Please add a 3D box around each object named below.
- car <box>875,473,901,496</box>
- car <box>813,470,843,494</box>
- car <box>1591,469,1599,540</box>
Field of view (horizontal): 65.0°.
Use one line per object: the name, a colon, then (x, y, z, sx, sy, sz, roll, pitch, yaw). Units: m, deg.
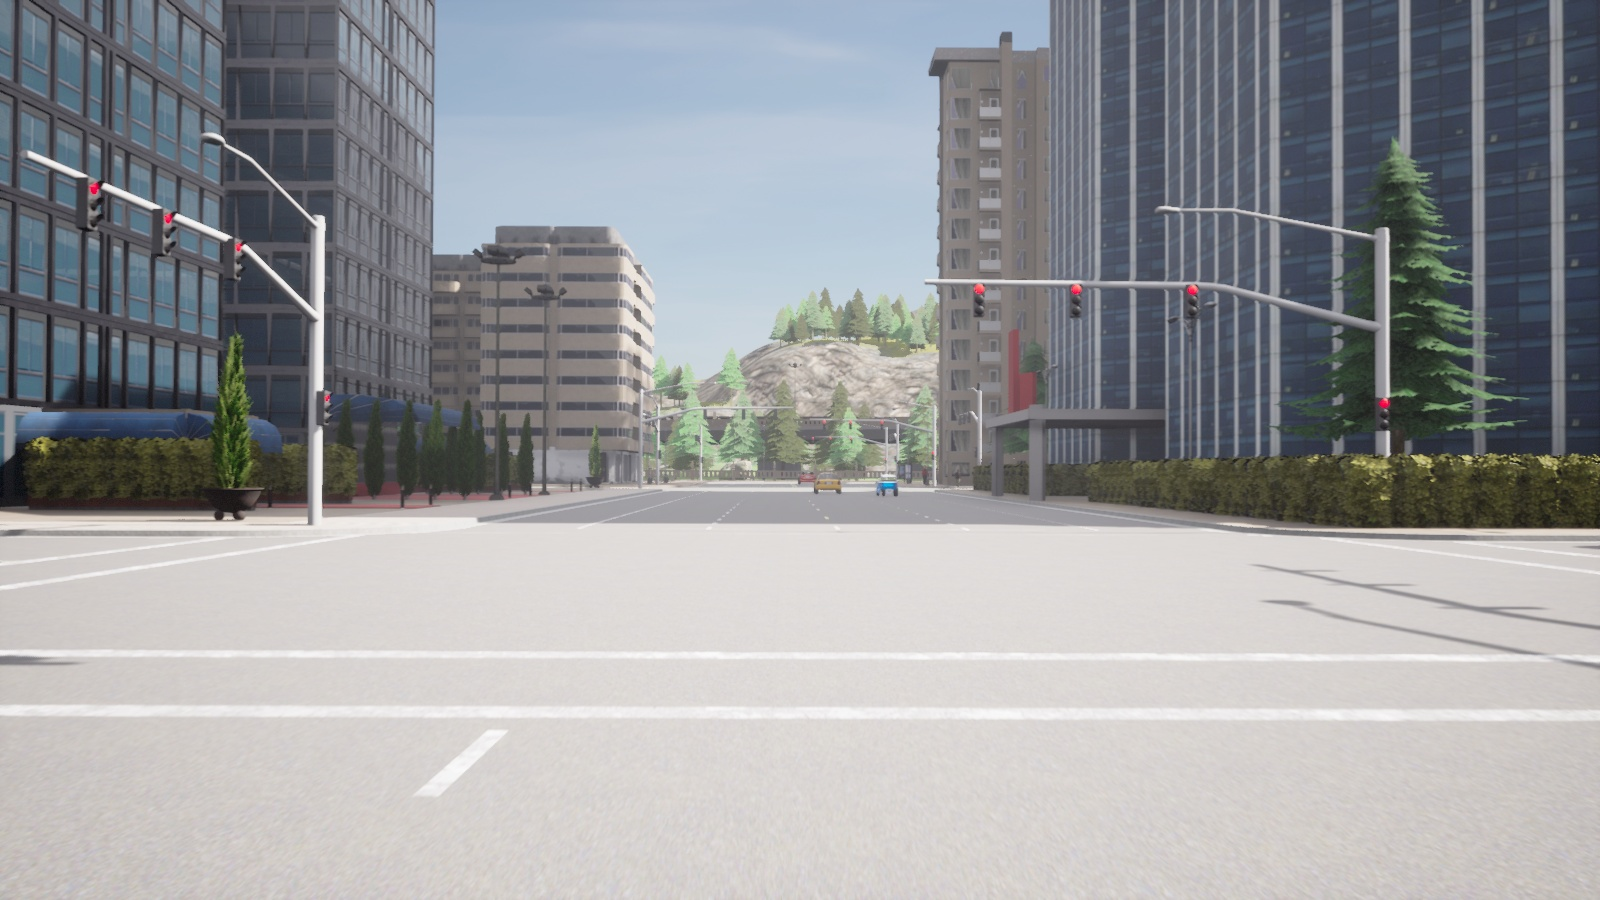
car: (5.533, 2.172, 79.160, 1.481, 1.376, 2.207, 0, -1, -1)
car: (1.908, 2.196, 86.623, 1.801, 1.575, 5.366, 0, -1, -1)
car: (19.834, 1.157, 26.576, 5.008, 1.535, 1.882, 0, -1, -1)
